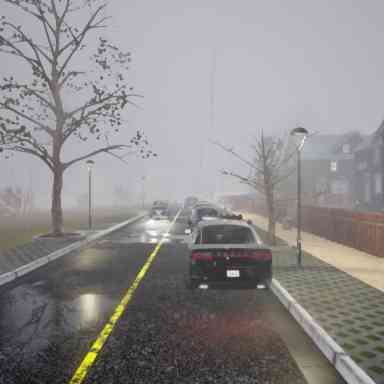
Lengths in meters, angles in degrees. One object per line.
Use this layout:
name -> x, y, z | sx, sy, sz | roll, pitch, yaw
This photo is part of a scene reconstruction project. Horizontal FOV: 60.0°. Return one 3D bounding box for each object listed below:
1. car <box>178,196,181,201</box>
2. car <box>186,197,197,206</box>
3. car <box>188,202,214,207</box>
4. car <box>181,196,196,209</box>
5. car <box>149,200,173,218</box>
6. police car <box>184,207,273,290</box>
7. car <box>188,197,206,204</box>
car -> -2.818, 1.697, 91.079 | 1.895, 1.301, 4.718 | 0, 0, 0
car -> -0.042, 1.551, 56.936 | 1.812, 1.442, 4.674 | 0, 0, 0
car -> 0.811, 1.527, 19.108 | 1.812, 1.442, 4.674 | 0, 0, 0
car -> -0.015, 1.367, 45.845 | 2.097, 1.767, 4.553 | 0, 0, 0
car -> -2.772, 1.497, 30.046 | 2.128, 1.511, 4.902 | 0, 0, 0
police car -> 0.819, 1.425, 9.218 | 1.930, 1.638, 5.238 | 0, 0, 0
car -> 0.807, 1.459, 25.298 | 1.801, 1.575, 5.366 | 0, 0, 0
